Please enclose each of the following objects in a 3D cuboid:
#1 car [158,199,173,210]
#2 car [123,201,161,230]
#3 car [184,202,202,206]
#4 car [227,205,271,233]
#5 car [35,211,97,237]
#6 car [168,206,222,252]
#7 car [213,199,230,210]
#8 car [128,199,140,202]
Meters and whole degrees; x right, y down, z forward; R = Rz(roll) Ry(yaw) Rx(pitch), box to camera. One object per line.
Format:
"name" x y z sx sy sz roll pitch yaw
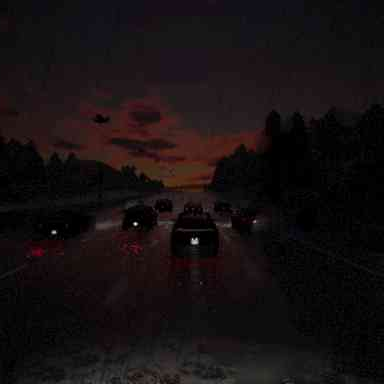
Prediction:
"car" -3.385 1.547 40.620 1.882 1.535 5.008 0 1 0
"car" -3.392 1.637 22.386 1.837 1.490 4.892 0 0 0
"car" 0.112 1.709 34.513 1.895 1.301 4.718 0 0 0
"car" 3.607 1.696 20.841 1.994 1.385 4.181 0 0 0
"car" -6.894 1.724 18.846 1.895 1.301 4.718 0 0 0
"car" 0.105 1.603 14.418 2.128 1.511 4.902 0 0 0
"car" 3.615 1.600 40.193 1.812 1.442 4.674 0 1 0
"car" -6.884 1.600 39.706 1.812 1.442 4.674 0 1 0
